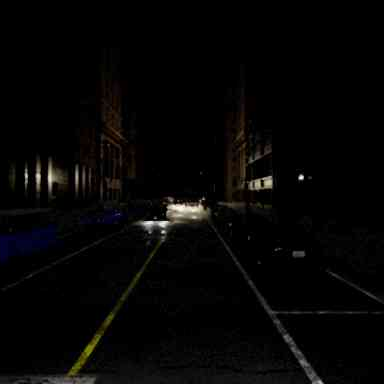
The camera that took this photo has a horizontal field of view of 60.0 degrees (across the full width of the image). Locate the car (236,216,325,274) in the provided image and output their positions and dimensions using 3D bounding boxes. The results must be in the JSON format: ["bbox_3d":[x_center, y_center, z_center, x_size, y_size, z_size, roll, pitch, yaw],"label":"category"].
[{"bbox_3d":[2.765,1.664,10.682,1.947,1.339,4.313,0,-1,0],"label":"car"}]

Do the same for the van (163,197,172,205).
[{"bbox_3d":[-5.750,2.087,78.096,1.690,1.788,3.998,0,-1,0],"label":"van"}]

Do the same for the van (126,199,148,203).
[{"bbox_3d":[-5.756,1.648,33.151,1.690,1.788,3.998,0,-1,0],"label":"van"}]

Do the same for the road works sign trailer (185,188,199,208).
[{"bbox_3d":[0.009,1.031,60.245,2.380,3.560,2.880,0,-1,0],"label":"road works sign trailer"}]

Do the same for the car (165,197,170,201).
[{"bbox_3d":[-5.753,2.128,61.245,2.008,1.369,4.403,0,-1,0],"label":"car"}]

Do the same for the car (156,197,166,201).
[{"bbox_3d":[-5.754,2.046,55.451,1.752,1.417,4.829,0,-1,0],"label":"car"}]

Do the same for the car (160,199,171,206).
[{"bbox_3d":[-5.751,2.234,72.476,1.887,1.381,4.507,0,-1,0],"label":"car"}]

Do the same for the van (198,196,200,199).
[{"bbox_3d":[2.774,2.030,72.488,1.690,1.788,3.998,0,-1,0],"label":"van"}]

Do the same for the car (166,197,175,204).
[{"bbox_3d":[-5.749,2.174,89.333,2.192,1.841,5.009,0,-1,0],"label":"car"}]

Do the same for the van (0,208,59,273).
[{"bbox_3d":[-5.759,1.440,10.679,1.690,1.788,3.998,0,-1,0],"label":"van"}]

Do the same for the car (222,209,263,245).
[{"bbox_3d":[2.766,1.716,16.300,1.947,1.339,4.313,0,-1,0],"label":"car"}]

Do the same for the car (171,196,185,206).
[{"bbox_3d":[-2.989,2.146,71.473,1.837,1.490,4.892,0,-1,0],"label":"car"}]

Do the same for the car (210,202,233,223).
[{"bbox_3d":[2.768,1.781,27.708,1.752,1.417,4.829,0,-1,0],"label":"car"}]

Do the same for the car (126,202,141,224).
[{"bbox_3d":[-5.757,1.799,27.531,1.887,1.381,4.507,0,-1,0],"label":"car"}]

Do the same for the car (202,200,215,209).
[{"bbox_3d":[2.771,2.072,55.630,2.008,1.369,4.403,0,-1,0],"label":"car"}]

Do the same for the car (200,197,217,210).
[{"bbox_3d":[2.771,1.782,50.015,2.192,1.841,5.009,0,-1,0],"label":"car"}]

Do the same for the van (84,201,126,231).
[{"bbox_3d":[-5.758,1.543,21.915,1.690,1.788,3.998,0,-1,0],"label":"van"}]

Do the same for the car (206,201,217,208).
[{"bbox_3d":[2.769,1.872,33.156,1.947,1.339,4.313,0,-1,0],"label":"car"}]

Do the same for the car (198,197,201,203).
[{"bbox_3d":[2.773,2.183,66.867,2.008,1.369,4.403,0,-1,0],"label":"car"}]

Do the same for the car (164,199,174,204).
[{"bbox_3d":[-5.750,2.353,83.712,2.008,1.369,4.403,0,-1,0],"label":"car"}]

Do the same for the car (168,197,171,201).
[{"bbox_3d":[-5.752,2.178,66.858,1.887,1.381,4.507,0,-1,0],"label":"car"}]

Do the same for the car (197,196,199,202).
[{"bbox_3d":[2.775,2.329,83.893,1.752,1.417,4.829,0,-1,0],"label":"car"}]

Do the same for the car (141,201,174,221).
[{"bbox_3d":[-3.095,1.832,30.836,2.033,1.411,5.357,0,-1,0],"label":"car"}]

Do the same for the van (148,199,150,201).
[{"bbox_3d":[-5.755,1.701,38.770,1.690,1.788,3.998,0,-1,0],"label":"van"}]
